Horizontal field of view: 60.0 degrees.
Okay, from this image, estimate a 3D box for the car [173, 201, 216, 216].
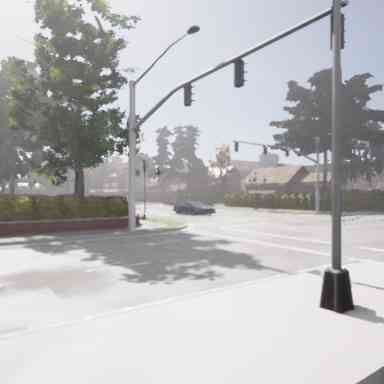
[{"bbox_3d":[0.121,1.594,33.212,2.033,1.411,5.357,0,0,-36],"label":"car"}]
